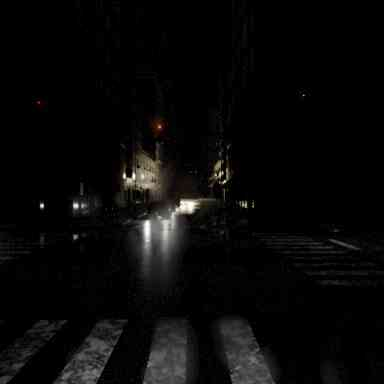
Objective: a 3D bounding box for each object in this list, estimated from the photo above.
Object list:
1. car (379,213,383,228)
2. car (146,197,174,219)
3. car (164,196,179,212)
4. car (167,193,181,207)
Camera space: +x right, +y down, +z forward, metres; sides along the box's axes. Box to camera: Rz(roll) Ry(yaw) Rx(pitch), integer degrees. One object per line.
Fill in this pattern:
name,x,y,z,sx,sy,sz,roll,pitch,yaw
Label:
car,12.337,1.282,16.900,5.009,1.841,2.192,0,0,0
car,-2.867,1.497,29.293,1.837,1.490,4.892,0,0,0
car,-2.866,1.511,39.159,1.812,1.442,4.674,0,0,0
car,-2.877,1.197,49.559,2.150,2.045,5.566,0,0,0
